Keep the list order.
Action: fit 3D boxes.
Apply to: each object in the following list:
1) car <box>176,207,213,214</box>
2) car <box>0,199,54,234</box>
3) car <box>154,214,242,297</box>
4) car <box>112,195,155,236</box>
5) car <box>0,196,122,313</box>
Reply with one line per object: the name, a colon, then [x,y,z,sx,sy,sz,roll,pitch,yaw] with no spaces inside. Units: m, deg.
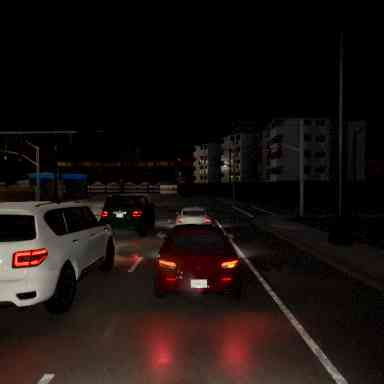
car: [0.115,1.490,17.518,1.812,1.442,4.674,0,0,1]
car: [-10.458,1.358,20.313,2.097,1.767,4.553,0,0,0]
car: [0.120,1.521,8.431,1.812,1.442,4.674,0,0,0]
car: [-3.352,1.179,18.147,2.150,2.045,5.566,0,0,0]
car: [-3.383,1.218,7.788,2.150,2.045,5.566,0,0,0]
